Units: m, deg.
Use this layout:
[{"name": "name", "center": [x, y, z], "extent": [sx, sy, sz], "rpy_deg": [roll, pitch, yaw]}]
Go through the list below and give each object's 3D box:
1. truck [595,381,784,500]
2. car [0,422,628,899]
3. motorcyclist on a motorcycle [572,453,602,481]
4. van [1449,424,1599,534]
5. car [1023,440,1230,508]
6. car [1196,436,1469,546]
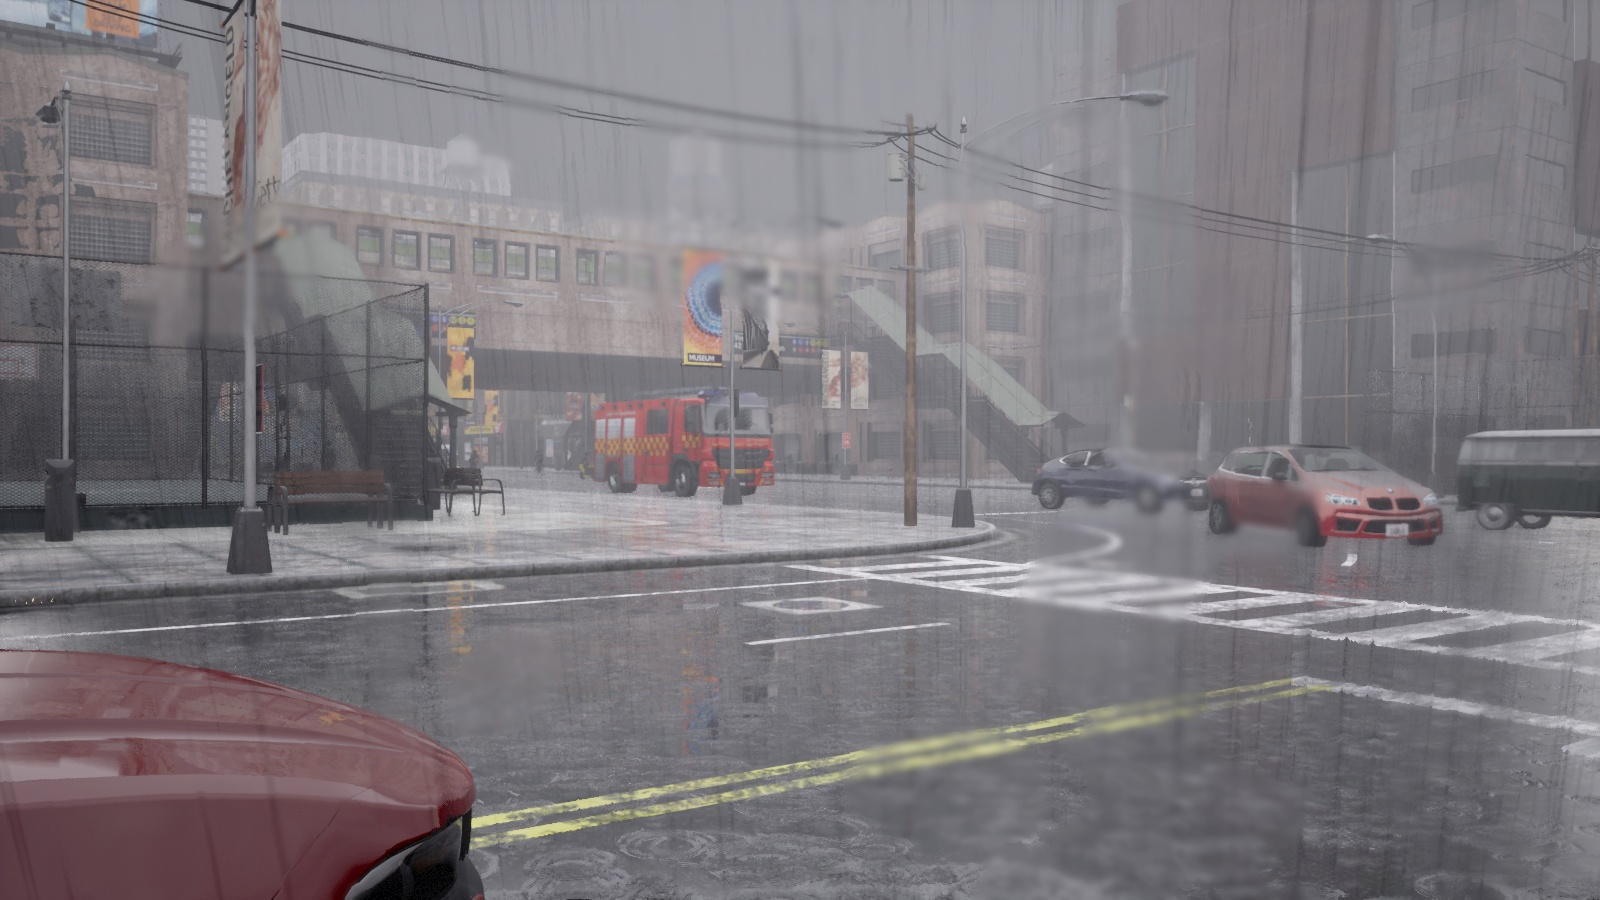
[{"name": "truck", "center": [-4.146, -0.301, 44.811], "extent": [2.891, 3.827, 8.468], "rpy_deg": [0, 0, -35]}, {"name": "car", "center": [-2.898, 0.733, 1.605], "extent": [5.008, 1.535, 1.882], "rpy_deg": [0, 0, -36]}, {"name": "motorcyclist on a motorcycle", "center": [-11.519, 0.917, 67.881], "extent": [0.797, 1.523, 2.044], "rpy_deg": [0, 0, -34]}, {"name": "van", "center": [14.845, 0.524, 23.550], "extent": [1.775, 1.987, 4.442], "rpy_deg": [0, 0, -35]}, {"name": "car", "center": [8.418, 0.586, 32.826], "extent": [2.152, 1.651, 5.027], "rpy_deg": [0, 0, -35]}, {"name": "car", "center": [8.876, 0.623, 21.471], "extent": [2.242, 1.667, 4.611], "rpy_deg": [0, 0, -8]}]
